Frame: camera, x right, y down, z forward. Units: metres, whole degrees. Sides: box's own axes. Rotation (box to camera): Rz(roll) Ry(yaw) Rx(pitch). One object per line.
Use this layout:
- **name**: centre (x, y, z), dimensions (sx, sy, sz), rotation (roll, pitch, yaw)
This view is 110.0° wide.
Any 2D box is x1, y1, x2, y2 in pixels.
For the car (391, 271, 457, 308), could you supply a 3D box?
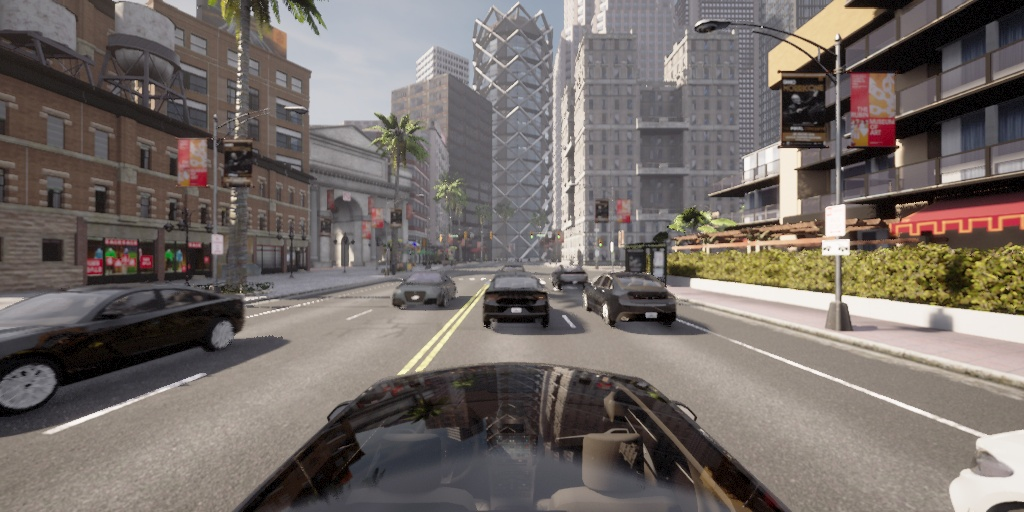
- **car**: centre (-3.571, 1.350, 15.231), dimensions (1.994, 1.385, 4.181), rotation (0, 0, 0)

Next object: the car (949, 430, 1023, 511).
- **car**: centre (3.661, 1.271, 0.219), dimensions (1.812, 1.442, 4.674), rotation (0, 0, -1)

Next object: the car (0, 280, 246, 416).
- **car**: centre (-7.097, 1.240, 6.196), dimensions (1.882, 1.535, 5.008), rotation (0, 0, 0)

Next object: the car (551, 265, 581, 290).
- **car**: centre (3.606, 1.297, 22.813), dimensions (2.128, 1.511, 4.902), rotation (0, 0, 0)

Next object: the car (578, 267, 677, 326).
- **car**: centre (3.610, 1.282, 11.719), dimensions (1.837, 1.490, 4.892), rotation (0, 0, 0)

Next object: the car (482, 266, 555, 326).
- **car**: centre (0.111, 1.255, 11.779), dimensions (1.882, 1.535, 5.008), rotation (0, 0, 0)
